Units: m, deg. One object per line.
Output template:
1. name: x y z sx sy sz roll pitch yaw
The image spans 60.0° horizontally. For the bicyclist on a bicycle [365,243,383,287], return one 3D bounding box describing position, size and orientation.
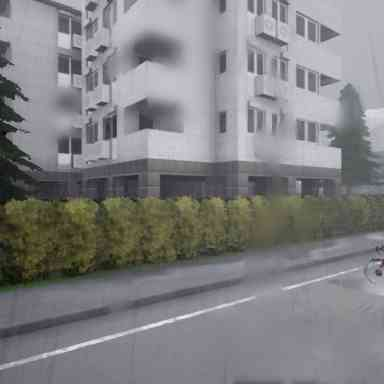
1. bicyclist on a bicycle: 4.740 1.454 7.561 0.582 1.620 1.656 0 -2 -37
